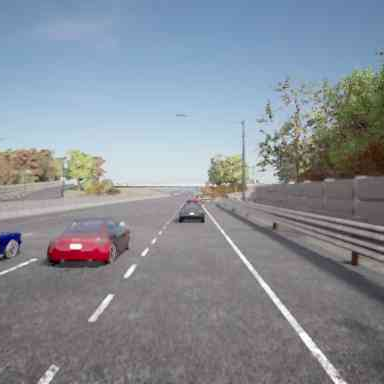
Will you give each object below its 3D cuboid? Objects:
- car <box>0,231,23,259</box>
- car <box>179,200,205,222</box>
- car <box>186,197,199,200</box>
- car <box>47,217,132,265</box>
[{"bbox_3d":[-6.901,1.603,9.644,1.895,1.301,4.718,0,0,0],"label":"car"},{"bbox_3d":[-0.006,1.587,26.777,1.994,1.385,4.181,0,0,0],"label":"car"},{"bbox_3d":[0.117,1.549,53.460,1.882,1.535,5.008,0,0,2],"label":"car"},{"bbox_3d":[-3.402,1.568,11.751,1.994,1.385,4.181,0,0,0],"label":"car"}]
